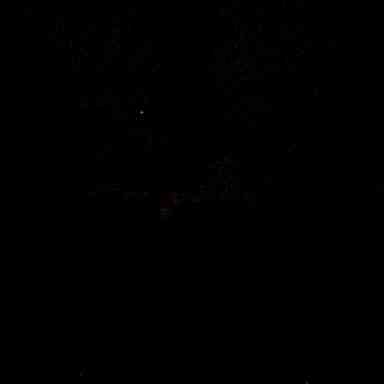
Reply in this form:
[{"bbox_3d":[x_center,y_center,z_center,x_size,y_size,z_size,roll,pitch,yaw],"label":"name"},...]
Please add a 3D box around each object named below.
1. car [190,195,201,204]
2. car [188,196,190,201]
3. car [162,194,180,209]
[{"bbox_3d":[0.919,1.575,68.244,1.801,1.575,5.366,0,0,0],"label":"car"},{"bbox_3d":[-0.054,1.601,86.039,1.812,1.442,4.674,0,0,0],"label":"car"},{"bbox_3d":[-2.868,1.253,46.643,2.150,2.045,5.566,0,0,0],"label":"car"}]
